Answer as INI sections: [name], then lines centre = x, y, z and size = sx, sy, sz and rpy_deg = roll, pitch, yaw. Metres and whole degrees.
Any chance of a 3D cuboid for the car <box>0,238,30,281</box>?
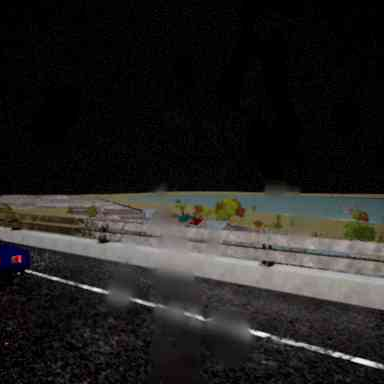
[car]
centre = -6.217, 1.578, 8.474
size = 4.718, 1.301, 1.895
rpy_deg = 0, 0, 36
